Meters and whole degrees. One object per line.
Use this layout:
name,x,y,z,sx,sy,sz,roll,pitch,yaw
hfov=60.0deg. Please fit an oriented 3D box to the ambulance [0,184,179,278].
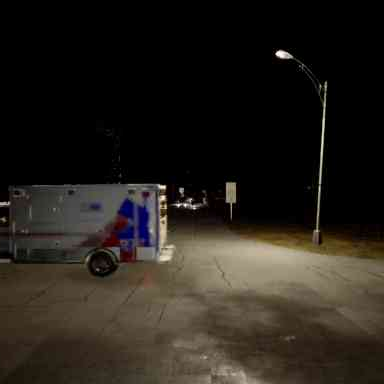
ambulance,-3.733,1.036,9.797,6.366,2.431,2.351,-1,0,1

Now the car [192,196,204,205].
car,1.017,1.411,54.678,1.994,1.385,4.181,0,0,1

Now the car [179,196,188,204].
car,-1.654,1.373,58.942,2.033,1.411,5.357,0,0,1

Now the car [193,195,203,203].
car,1.204,1.361,64.729,1.994,1.385,4.181,0,0,1
